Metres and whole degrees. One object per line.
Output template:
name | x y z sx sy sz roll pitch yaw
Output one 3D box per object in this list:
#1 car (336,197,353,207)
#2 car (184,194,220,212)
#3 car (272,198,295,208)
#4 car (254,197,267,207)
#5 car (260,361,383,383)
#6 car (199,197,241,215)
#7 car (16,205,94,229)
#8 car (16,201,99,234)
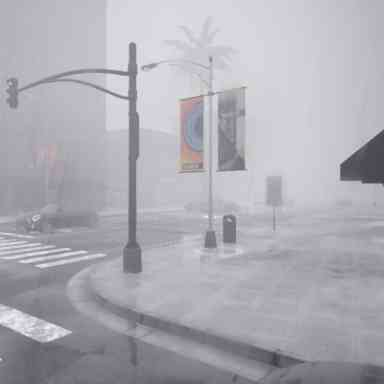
car | 24.756 1.620 54.043 2.128 1.511 4.902 0 0 35
car | 1.430 1.267 38.250 2.150 2.045 5.566 0 0 35
car | 13.994 1.612 50.246 1.882 1.535 5.008 0 0 35
car | 11.339 1.484 52.121 1.882 1.535 5.008 0 0 35
car | 2.173 1.551 1.296 4.403 1.369 2.008 0 0 36
car | 3.345 1.596 35.333 2.033 1.411 5.357 0 0 35
car | -9.339 1.613 23.013 1.895 1.301 4.718 0 0 35
car | -7.795 1.366 19.548 2.097 1.767 4.553 0 0 35
